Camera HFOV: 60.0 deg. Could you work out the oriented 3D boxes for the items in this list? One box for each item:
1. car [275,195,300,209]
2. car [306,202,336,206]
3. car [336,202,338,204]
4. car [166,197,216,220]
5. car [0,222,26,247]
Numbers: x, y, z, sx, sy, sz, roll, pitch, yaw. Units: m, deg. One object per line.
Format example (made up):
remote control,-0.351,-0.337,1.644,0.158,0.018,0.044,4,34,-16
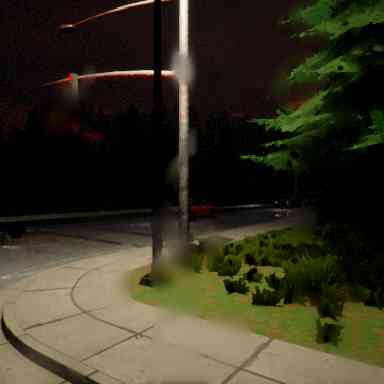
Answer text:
car,12.649,1.325,43.995,2.097,1.767,4.553,0,0,37
car,16.399,1.195,42.910,2.150,2.045,5.566,0,0,36
car,22.699,1.465,51.378,2.128,1.511,4.902,0,0,37
car,-0.032,1.325,26.182,2.097,1.767,4.553,0,0,35
car,-9.149,1.579,12.804,1.895,1.301,4.718,0,0,32
